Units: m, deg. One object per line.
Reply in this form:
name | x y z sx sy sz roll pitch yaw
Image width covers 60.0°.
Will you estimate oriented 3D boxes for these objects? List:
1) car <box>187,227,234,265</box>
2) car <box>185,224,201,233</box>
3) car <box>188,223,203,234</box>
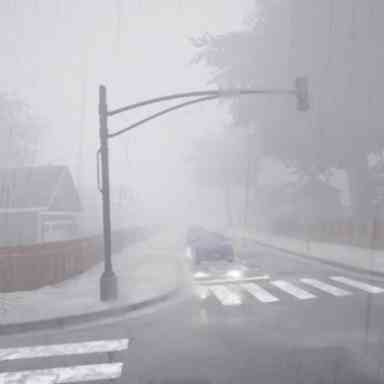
car | 0.982 2.916 18.105 1.882 1.535 5.008 -3 -5 -4
car | 0.468 3.878 29.750 2.128 1.511 4.902 -3 -5 -2
car | 0.629 5.646 51.393 2.033 1.411 5.357 -3 -5 2
